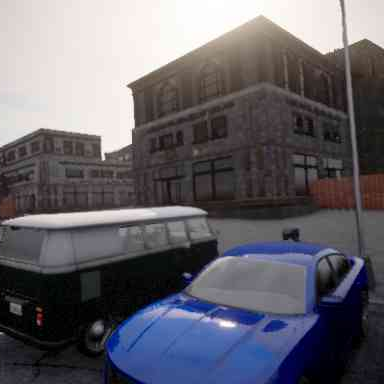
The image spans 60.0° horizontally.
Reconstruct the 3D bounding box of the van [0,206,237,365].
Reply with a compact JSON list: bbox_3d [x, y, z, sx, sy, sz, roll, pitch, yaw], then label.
[{"bbox_3d":[-1.111,1.311,6.254,1.878,1.987,4.442,-1,-1,35],"label":"van"}]
